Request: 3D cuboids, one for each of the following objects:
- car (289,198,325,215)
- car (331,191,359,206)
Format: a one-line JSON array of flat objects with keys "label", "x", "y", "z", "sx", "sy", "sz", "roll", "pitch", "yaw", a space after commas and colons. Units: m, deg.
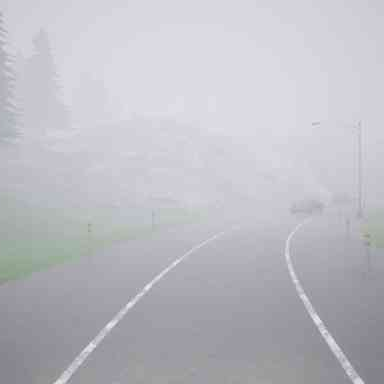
[{"label": "car", "x": 10.584, "y": 1.262, "z": 30.399, "sx": 2.033, "sy": 1.411, "sz": 5.357, "roll": 0, "pitch": 2, "yaw": 36}, {"label": "car", "x": 18.754, "y": 0.626, "z": 40.625, "sx": 2.097, "sy": 1.767, "sz": 4.553, "roll": 0, "pitch": 3, "yaw": 41}]
